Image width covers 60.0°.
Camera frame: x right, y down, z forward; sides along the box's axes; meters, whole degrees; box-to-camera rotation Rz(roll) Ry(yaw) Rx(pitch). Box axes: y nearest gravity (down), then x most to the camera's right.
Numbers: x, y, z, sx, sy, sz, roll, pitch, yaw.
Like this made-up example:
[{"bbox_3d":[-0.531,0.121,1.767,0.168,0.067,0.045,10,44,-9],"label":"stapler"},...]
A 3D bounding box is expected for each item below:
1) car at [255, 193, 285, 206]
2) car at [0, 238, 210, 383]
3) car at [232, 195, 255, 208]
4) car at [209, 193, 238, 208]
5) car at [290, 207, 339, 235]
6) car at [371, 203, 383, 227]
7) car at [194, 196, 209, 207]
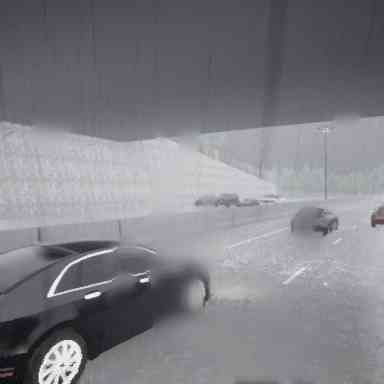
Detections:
[{"bbox_3d":[11.087,1.211,45.686,2.150,2.045,5.566,0,0,32],"label":"car"},{"bbox_3d":[-1.450,1.501,5.276,1.837,1.490,4.892,0,-1,32],"label":"car"},{"bbox_3d":[8.151,1.546,47.593,2.033,1.411,5.357,0,0,32],"label":"car"},{"bbox_3d":[5.216,1.205,49.497,2.150,2.045,5.566,0,0,32],"label":"car"},{"bbox_3d":[7.091,1.564,19.066,1.994,1.385,4.181,0,0,32],"label":"car"},{"bbox_3d":[13.243,1.563,22.357,1.994,1.385,4.181,0,0,32],"label":"car"},{"bbox_3d":[2.221,1.348,51.312,2.097,1.767,4.553,0,0,32],"label":"car"}]
